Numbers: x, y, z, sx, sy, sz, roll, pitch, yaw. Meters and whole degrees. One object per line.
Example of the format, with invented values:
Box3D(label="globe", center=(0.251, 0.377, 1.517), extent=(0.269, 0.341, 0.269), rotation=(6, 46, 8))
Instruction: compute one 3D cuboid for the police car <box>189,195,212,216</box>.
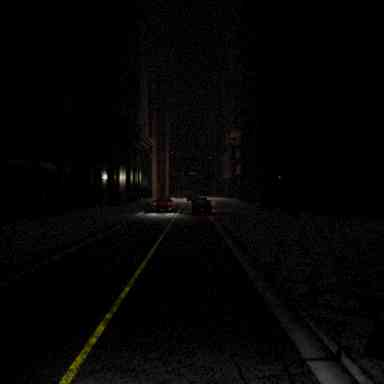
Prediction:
Box3D(label="police car", center=(0.901, 1.375, 32.450), extent=(1.930, 1.638, 5.238), rotation=(0, 0, 0))

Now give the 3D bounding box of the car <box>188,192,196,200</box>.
Box3D(label="car", center=(0.003, 0.989, 83.833), extent=(2.097, 1.767, 4.553), rotation=(0, 0, 0))

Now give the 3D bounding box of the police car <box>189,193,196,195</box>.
Box3D(label="police car", center=(0.901, 1.351, 42.451), extent=(1.930, 1.638, 5.238), rotation=(0, 0, 0))

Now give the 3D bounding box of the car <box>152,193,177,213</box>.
Box3D(label="car", center=(-3.091, 1.293, 36.343), extent=(2.097, 1.767, 4.553), rotation=(0, 0, 0))

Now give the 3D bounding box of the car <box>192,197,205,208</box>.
Box3D(label="car", center=(0.902, 1.436, 48.342), extent=(1.812, 1.442, 4.674), rotation=(0, 0, 0))

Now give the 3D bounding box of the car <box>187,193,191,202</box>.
Box3D(label="car", center=(0.002, 1.097, 68.833), extent=(2.097, 1.767, 4.553), rotation=(0, 0, 0))
